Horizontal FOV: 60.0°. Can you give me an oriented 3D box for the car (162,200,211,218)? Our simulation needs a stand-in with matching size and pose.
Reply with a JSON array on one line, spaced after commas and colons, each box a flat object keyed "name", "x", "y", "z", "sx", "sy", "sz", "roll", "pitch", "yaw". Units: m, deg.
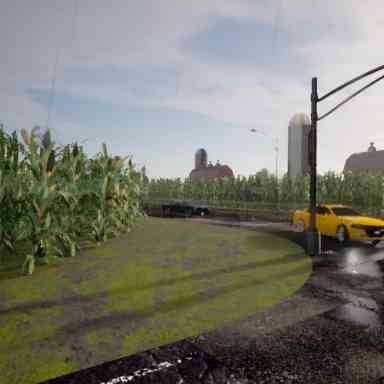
[{"name": "car", "x": -0.509, "y": 1.382, "z": 27.916, "sx": 1.895, "sy": 1.301, "sz": 4.718, "roll": 2, "pitch": 0, "yaw": -38}]

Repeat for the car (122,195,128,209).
[{"name": "car", "x": -9.394, "y": 0.891, "z": 39.404, "sx": 2.150, "sy": 2.045, "sz": 5.566, "roll": 2, "pitch": -1, "yaw": -38}]

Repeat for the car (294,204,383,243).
[{"name": "car", "x": 6.686, "y": 1.336, "z": 15.436, "sx": 1.882, "sy": 1.535, "sz": 5.008, "roll": 2, "pitch": -1, "yaw": -13}]
